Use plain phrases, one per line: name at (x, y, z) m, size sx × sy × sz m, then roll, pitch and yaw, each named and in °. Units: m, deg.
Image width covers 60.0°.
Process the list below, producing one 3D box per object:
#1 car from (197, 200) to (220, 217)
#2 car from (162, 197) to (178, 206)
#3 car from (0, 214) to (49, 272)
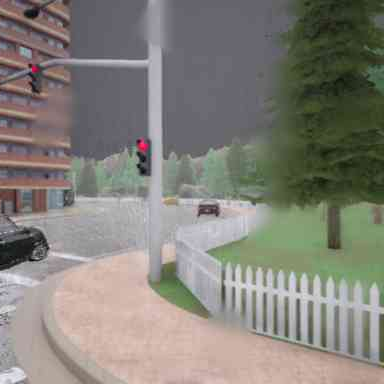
car at (1.629, 1.497, 32.068) m, size 1.882 × 1.535 × 5.008 m, roll 0°, pitch 0°, yaw 6°
car at (-4.217, 1.586, 59.111) m, size 1.882 × 1.535 × 5.008 m, roll 0°, pitch 0°, yaw -28°
car at (-5.901, 1.363, 9.225) m, size 2.097 × 1.767 × 4.553 m, roll 0°, pitch 1°, yaw 1°
